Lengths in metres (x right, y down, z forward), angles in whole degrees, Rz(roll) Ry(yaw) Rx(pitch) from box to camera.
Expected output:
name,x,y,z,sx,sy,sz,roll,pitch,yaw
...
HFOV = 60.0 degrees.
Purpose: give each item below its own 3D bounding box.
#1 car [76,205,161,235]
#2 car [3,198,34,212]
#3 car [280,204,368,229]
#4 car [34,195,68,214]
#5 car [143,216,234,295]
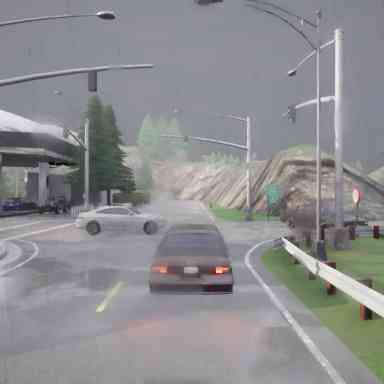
name,x,y,z,sx,sy,sz,roll,pitch,yaw
car,-3.627,1.415,17.379,4.674,1.442,1.812,0,0,-1
car,-20.302,1.480,39.482,2.242,1.667,4.611,0,0,-1
car,6.706,1.358,17.612,2.033,1.411,5.357,0,0,-15
car,-14.587,1.313,35.214,1.905,1.878,3.866,0,0,-1
car,0.035,1.547,8.895,2.033,1.411,5.357,0,0,1
